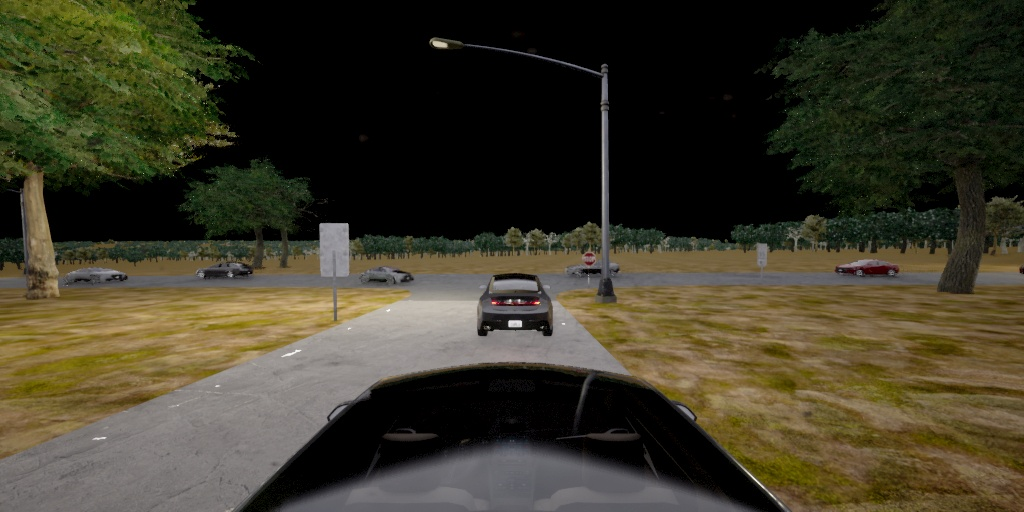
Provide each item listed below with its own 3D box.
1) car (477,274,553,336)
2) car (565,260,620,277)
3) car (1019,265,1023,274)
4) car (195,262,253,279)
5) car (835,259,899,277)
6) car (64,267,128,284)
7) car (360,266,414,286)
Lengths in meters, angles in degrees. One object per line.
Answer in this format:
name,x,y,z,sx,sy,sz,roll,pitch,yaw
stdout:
car,0.081,1.248,10.320,1.837,1.490,4.892,0,0,0
car,7.355,1.092,32.730,4.902,1.511,2.128,-1,3,0
car,51.948,1.036,34.469,4.553,1.767,2.097,0,2,-5
car,-27.260,1.360,34.020,4.892,1.490,1.837,-1,2,4
car,32.885,1.062,33.297,5.008,1.535,1.882,0,2,-3
car,-35.969,1.666,31.048,4.181,1.385,1.994,-1,2,5
car,-9.771,1.492,28.111,4.181,1.385,1.994,1,2,22
